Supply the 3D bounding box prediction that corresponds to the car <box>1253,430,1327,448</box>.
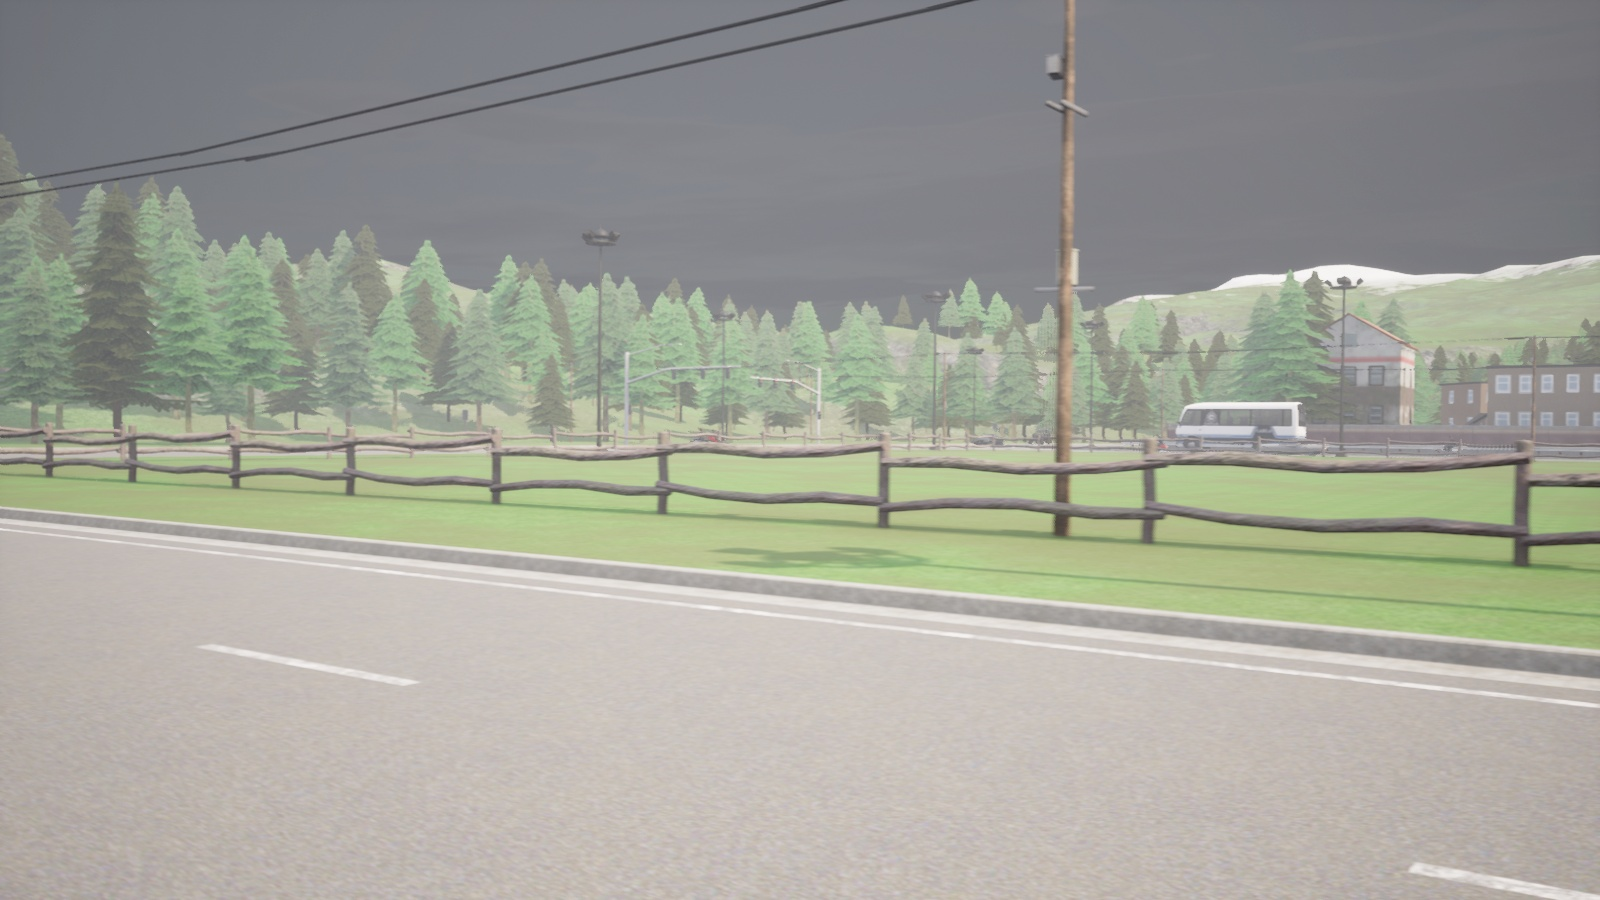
[{"bbox_3d":[35.815,-0.815,91.868,4.718,1.301,1.895,0,1,34],"label":"car"}]
